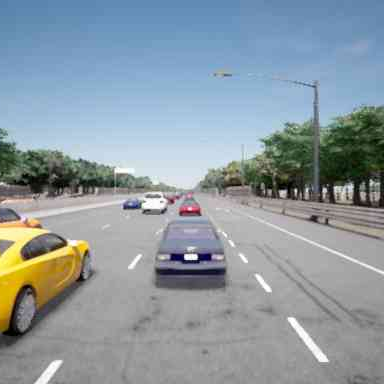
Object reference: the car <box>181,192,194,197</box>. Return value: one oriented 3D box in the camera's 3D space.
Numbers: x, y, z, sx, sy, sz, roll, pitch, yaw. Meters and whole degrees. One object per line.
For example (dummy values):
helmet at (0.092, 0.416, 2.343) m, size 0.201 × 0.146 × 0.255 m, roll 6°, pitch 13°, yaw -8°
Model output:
car at (-0.406, 1.266, 60.109) m, size 2.128 × 1.511 × 4.902 m, roll 0°, pitch 0°, yaw 0°

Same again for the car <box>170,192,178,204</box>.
car at (-3.875, 1.261, 55.860) m, size 1.882 × 1.535 × 5.008 m, roll 0°, pitch 0°, yaw 0°

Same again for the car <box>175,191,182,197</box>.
car at (-4.099, 1.183, 83.932) m, size 1.882 × 1.535 × 5.008 m, roll 0°, pitch 0°, yaw 0°

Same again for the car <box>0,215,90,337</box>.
car at (-3.519, 1.442, 6.585) m, size 1.882 × 1.535 × 5.008 m, roll 0°, pitch 0°, yaw 0°

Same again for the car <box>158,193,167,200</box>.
car at (-7.619, 1.173, 86.481) m, size 1.882 × 1.535 × 5.008 m, roll 0°, pitch 0°, yaw 0°

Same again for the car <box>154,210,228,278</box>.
car at (-0.039, 1.499, 9.971) m, size 2.033 × 1.411 × 5.357 m, roll 0°, pitch 0°, yaw 0°

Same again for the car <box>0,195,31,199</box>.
car at (-21.327, 1.164, 41.119) m, size 2.097 × 1.767 × 4.553 m, roll 0°, pitch 0°, yaw 0°

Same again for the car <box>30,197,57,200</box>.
car at (-17.832, 1.377, 41.388) m, size 1.994 × 1.385 × 4.181 m, roll 0°, pitch 0°, yaw 0°

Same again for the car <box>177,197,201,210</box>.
car at (-0.181, 1.430, 31.213) m, size 1.994 × 1.385 × 4.181 m, roll 0°, pitch 0°, yaw 0°

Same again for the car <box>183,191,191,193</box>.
car at (-0.578, 0.940, 81.420) m, size 2.150 × 2.045 × 5.566 m, roll 0°, pitch 0°, yaw 0°

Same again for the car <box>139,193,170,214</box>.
car at (-3.699, 1.075, 33.814) m, size 2.150 × 2.045 × 5.566 m, roll 0°, pitch 0°, yaw 0°

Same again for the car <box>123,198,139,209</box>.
car at (-7.260, 1.389, 41.401) m, size 1.994 × 1.385 × 4.181 m, roll 0°, pitch 0°, yaw 0°

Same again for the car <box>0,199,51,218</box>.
car at (-7.047, 1.289, 11.622) m, size 2.097 × 1.767 × 4.553 m, roll 0°, pitch 0°, yaw 0°

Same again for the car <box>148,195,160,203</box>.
car at (-7.449, 1.278, 65.188) m, size 1.812 × 1.442 × 4.674 m, roll 0°, pitch 0°, yaw 0°
